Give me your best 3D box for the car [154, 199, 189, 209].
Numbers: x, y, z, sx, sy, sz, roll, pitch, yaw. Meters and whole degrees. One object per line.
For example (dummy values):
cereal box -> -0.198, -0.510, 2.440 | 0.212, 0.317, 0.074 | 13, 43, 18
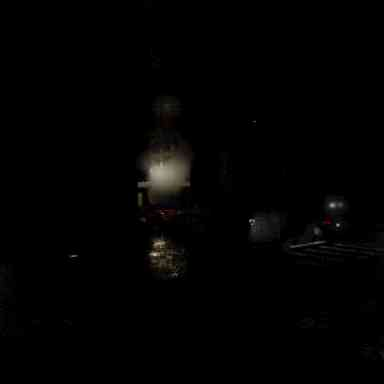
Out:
car -> -2.596, 1.627, 25.648 | 2.097, 1.767, 4.553 | -1, 0, -35

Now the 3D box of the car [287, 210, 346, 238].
car -> 6.242, 1.679, 18.499 | 1.994, 1.385, 4.181 | -1, 0, -37

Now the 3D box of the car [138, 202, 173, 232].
car -> -3.360, 1.703, 22.113 | 1.967, 1.590, 4.097 | -1, 0, -35

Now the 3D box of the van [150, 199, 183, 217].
van -> -2.807, 1.684, 36.025 | 1.690, 1.788, 3.998 | -1, 0, -35

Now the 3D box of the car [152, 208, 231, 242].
car -> -0.162, 1.775, 17.630 | 1.802, 1.307, 4.206 | -1, 0, -35

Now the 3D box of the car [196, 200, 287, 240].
car -> 2.568, 1.514, 18.369 | 2.097, 1.767, 4.553 | -1, 0, -35

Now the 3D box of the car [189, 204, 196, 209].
car -> 0.292, 1.799, 31.682 | 1.752, 1.417, 4.829 | -1, 0, -35
